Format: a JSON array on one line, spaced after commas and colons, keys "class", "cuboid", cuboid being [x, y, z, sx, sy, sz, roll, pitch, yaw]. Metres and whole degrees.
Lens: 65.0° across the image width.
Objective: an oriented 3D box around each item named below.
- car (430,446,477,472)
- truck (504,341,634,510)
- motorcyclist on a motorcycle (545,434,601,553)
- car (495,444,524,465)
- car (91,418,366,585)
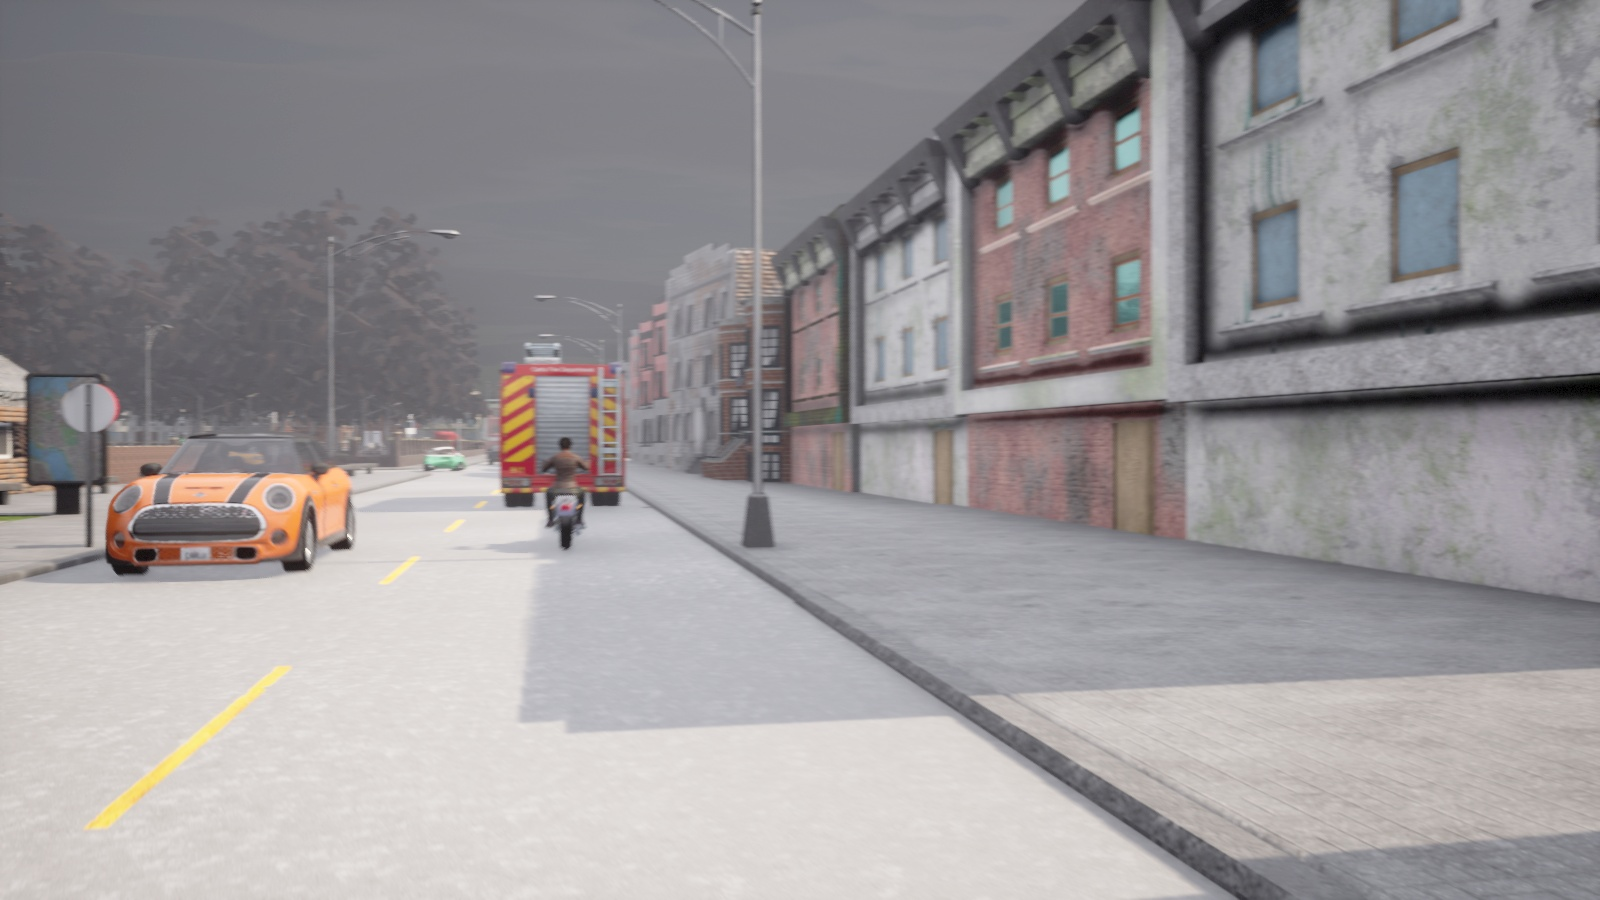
[{"class": "car", "cuboid": [-19.184, 0.471, 69.531, 2.207, 1.376, 1.481, -1, 1, -30]}, {"class": "truck", "cuboid": [-6.023, -0.579, 32.752, 2.891, 3.827, 8.468, 0, 0, -11]}, {"class": "motorcyclist on a motorcycle", "cuboid": [-3.380, 0.605, 18.646, 0.766, 1.649, 2.350, 0, 0, -11]}, {"class": "car", "cuboid": [-21.355, 0.306, 92.358, 1.837, 1.490, 4.892, 0, 0, -10]}, {"class": "car", "cuboid": [-6.912, 0.533, 15.768, 2.097, 1.767, 4.553, 0, 0, -11]}]
